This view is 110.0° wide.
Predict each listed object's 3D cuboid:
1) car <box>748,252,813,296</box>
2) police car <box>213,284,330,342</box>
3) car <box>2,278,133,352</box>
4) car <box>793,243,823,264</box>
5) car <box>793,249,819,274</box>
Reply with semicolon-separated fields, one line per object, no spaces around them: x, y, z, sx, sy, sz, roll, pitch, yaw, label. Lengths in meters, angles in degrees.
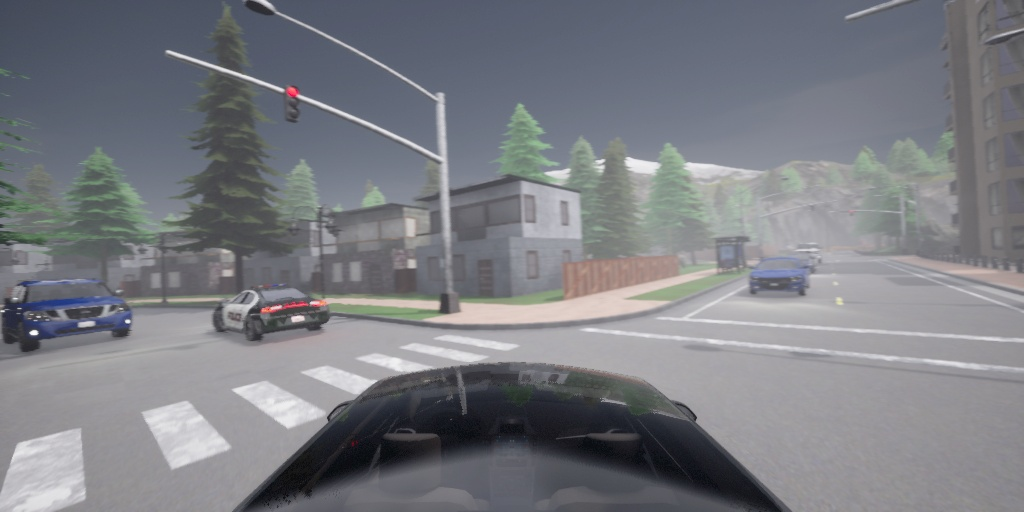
11.914;0.793;15.947;1.882;1.535;5.008;-3;-1;42;car
-8.074;1.745;11.772;4.974;1.542;2.038;-3;-1;37;police car
-15.026;1.801;12.051;5.566;2.045;2.150;-3;-1;31;car
31.244;-0.378;37.842;2.150;2.045;5.566;-3;-1;41;car
21.013;0.502;26.288;1.812;1.442;4.674;-3;0;41;car
